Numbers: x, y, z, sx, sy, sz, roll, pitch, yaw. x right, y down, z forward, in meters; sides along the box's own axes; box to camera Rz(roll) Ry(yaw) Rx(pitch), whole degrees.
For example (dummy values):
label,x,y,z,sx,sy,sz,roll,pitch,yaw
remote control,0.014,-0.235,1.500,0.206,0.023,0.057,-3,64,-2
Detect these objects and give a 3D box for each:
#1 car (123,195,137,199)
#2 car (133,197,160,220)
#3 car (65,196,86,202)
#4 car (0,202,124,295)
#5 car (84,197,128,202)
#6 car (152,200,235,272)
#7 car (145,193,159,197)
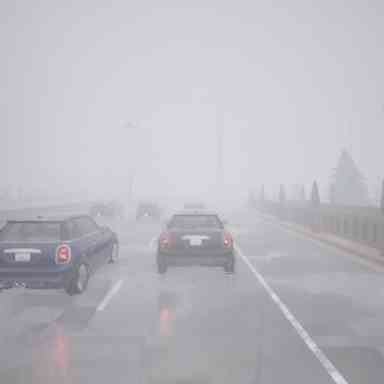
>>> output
label,x,y,z,sx,sy,sz,roll,pitch,yaw
car,-11.633,1.279,60.521,1.882,1.535,5.008,0,0,20
car,-3.335,1.410,27.029,1.837,1.490,4.892,0,0,1
car,-17.849,1.366,51.886,1.812,1.442,4.674,0,0,14
car,-3.402,1.321,8.803,2.097,1.767,4.553,0,0,0
car,-6.834,1.411,27.023,1.837,1.490,4.892,0,0,1
car,0.099,1.314,10.755,2.097,1.767,4.553,0,0,0
car,-7.583,1.138,61.495,2.097,1.767,4.553,0,0,20
